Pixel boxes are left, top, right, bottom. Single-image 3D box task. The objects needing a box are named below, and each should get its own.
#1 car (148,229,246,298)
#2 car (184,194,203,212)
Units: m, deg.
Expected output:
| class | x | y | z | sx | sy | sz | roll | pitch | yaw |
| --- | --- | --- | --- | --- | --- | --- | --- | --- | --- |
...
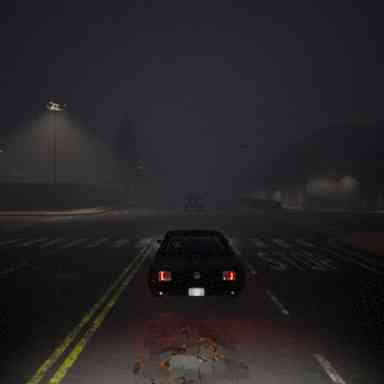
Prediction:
| class | x | y | z | sx | sy | sz | roll | pitch | yaw |
| --- | --- | --- | --- | --- | --- | --- | --- | --- | --- |
| car | 0.033 | 1.611 | 8.524 | 1.895 | 1.301 | 4.718 | 0 | 0 | -2 |
| car | 0.184 | 1.268 | 40.411 | 2.150 | 2.045 | 5.566 | 0 | 0 | 0 |
